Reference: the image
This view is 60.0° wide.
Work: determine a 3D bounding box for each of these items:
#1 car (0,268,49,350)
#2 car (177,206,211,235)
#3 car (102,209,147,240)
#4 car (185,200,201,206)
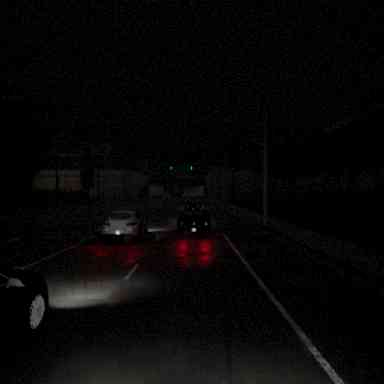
[{"bbox_3d":[-3.402,1.537,3.886,1.837,1.490,4.892,0,-1,0],"label":"car"},{"bbox_3d":[0.106,1.724,19.904,1.895,1.301,4.718,0,0,0],"label":"car"},{"bbox_3d":[-3.491,1.643,17.619,1.812,1.442,4.674,0,0,-2],"label":"car"},{"bbox_3d":[0.111,1.688,41.247,1.895,1.301,4.718,0,0,0],"label":"car"}]
